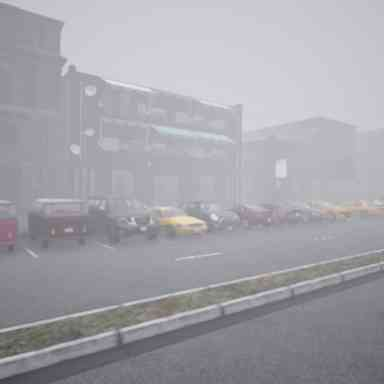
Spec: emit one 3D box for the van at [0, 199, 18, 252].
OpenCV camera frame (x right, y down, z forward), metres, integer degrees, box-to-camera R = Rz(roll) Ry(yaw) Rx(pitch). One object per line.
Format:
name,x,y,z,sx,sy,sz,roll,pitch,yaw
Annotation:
van,-8.257,1.255,13.331,1.878,1.987,4.442,0,0,-35

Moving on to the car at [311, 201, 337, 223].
car,7.573,1.434,24.426,2.231,1.521,4.892,0,0,-35

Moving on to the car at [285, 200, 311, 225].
car,5.294,1.473,22.836,2.163,1.488,4.792,0,0,-35

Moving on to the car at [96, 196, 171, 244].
car,-3.640,1.223,16.421,2.435,2.045,5.566,0,0,-35

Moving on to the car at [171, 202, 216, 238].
car,-1.280,1.467,17.906,1.946,1.575,5.366,0,0,-35

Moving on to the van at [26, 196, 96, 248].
van,-6.090,1.253,14.863,1.878,1.987,4.442,0,0,-35

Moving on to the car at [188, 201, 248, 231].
car,0.760,1.337,19.620,2.185,1.767,4.553,0,0,-35

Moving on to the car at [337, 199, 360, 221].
car,9.942,1.422,26.107,2.097,1.535,5.008,0,0,-35

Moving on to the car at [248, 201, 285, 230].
car,3.047,1.454,21.199,2.097,1.535,5.008,0,0,-35

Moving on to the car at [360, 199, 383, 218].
car,14.368,1.406,29.470,1.946,1.575,5.366,0,0,-35
